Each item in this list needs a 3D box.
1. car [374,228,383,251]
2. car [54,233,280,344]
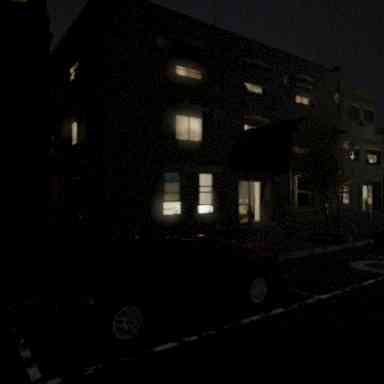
[{"bbox_3d":[8.757,1.534,12.813,4.313,1.339,1.947,0,0,-36],"label":"car"},{"bbox_3d":[-0.236,1.537,6.396,4.507,1.381,1.887,0,0,-36],"label":"car"}]
